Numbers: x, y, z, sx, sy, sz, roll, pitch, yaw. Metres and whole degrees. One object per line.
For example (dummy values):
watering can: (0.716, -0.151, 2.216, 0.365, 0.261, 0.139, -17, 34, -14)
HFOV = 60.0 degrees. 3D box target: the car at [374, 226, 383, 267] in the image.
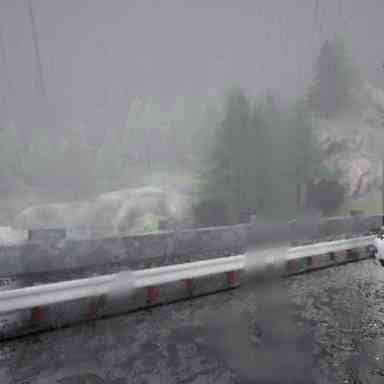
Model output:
car: (7.834, 1.226, 10.123, 5.566, 2.045, 2.150, 0, 0, -35)
